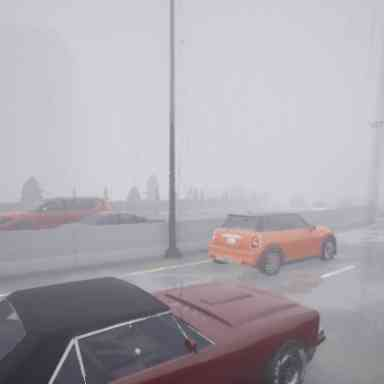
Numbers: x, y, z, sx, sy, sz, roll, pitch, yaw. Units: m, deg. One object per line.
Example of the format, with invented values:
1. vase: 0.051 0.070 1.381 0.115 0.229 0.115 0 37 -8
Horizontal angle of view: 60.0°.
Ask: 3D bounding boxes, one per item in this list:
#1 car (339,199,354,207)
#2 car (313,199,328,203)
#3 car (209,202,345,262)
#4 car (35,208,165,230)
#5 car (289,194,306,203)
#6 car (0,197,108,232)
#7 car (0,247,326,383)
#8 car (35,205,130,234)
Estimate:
1. car: 22.407 1.683 48.330 1.994 1.385 4.181 0 0 25
2. car: 19.336 1.691 50.073 1.994 1.385 4.181 0 0 25
3. car: 2.730 1.381 10.682 4.553 1.767 2.097 0 0 -40
4. car: -3.636 1.595 14.611 5.357 1.411 2.033 0 0 -39
5. car: 16.961 1.360 53.248 2.150 2.045 5.566 0 0 23
6. car: -6.784 1.277 16.595 5.566 2.045 2.150 0 0 -39
7. car: -0.706 1.612 3.398 4.718 1.301 1.895 0 0 -36
8. car: -6.778 1.616 21.069 5.357 1.411 2.033 0 0 -41
